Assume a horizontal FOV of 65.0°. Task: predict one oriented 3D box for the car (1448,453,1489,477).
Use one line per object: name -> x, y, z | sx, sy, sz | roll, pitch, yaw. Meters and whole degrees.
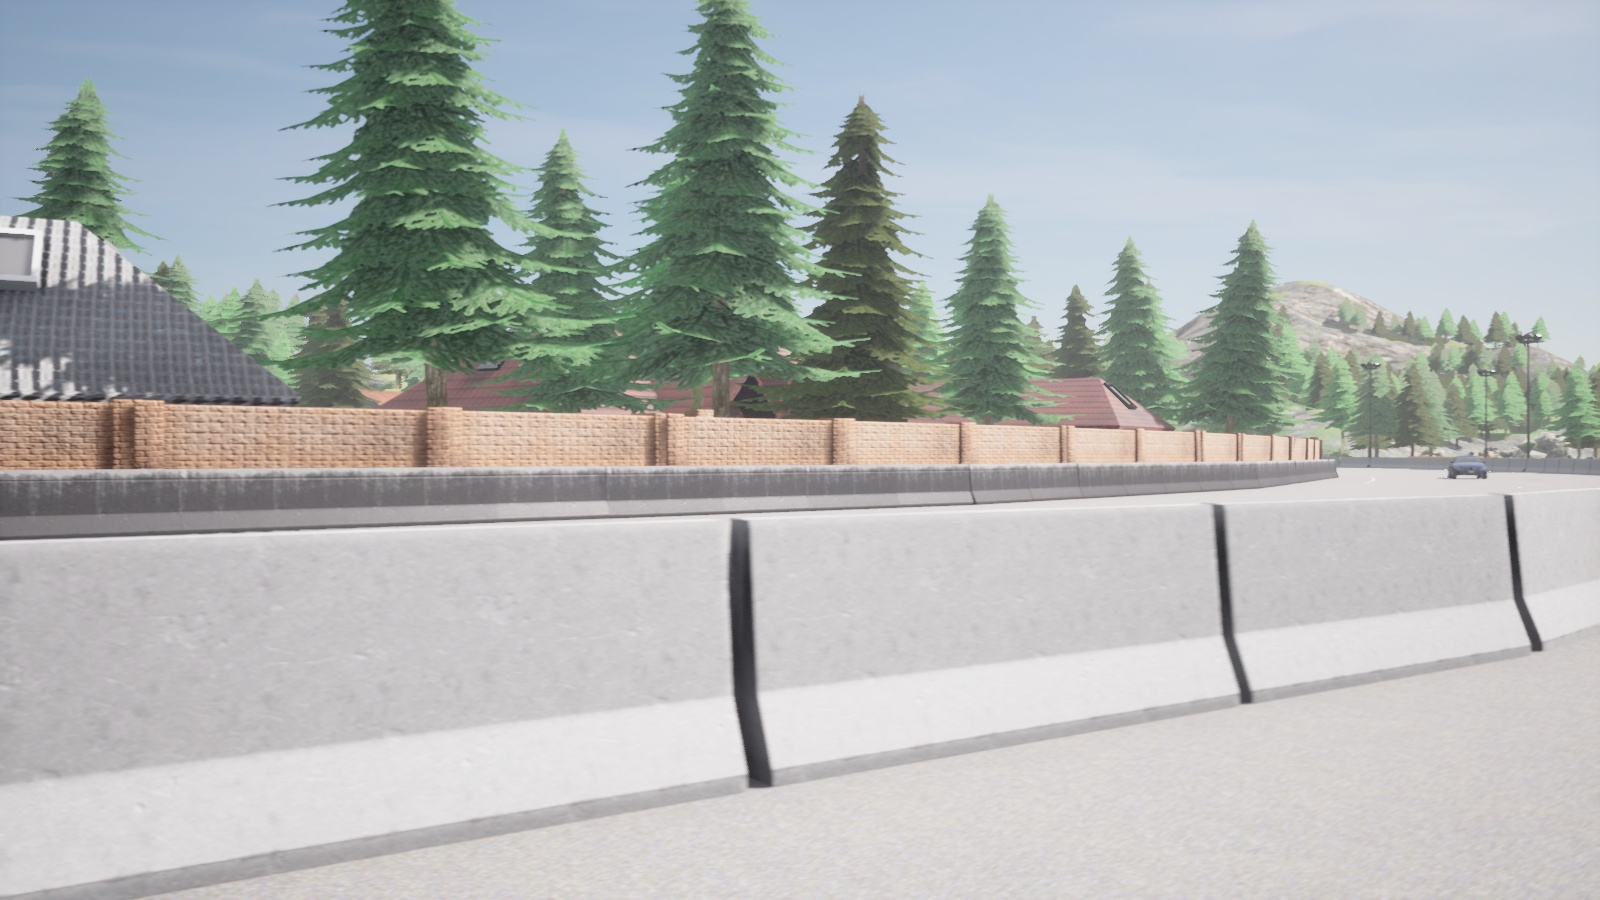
car -> 40.852, 0.887, 76.789 | 1.812, 1.442, 4.674 | 0, 0, 23
